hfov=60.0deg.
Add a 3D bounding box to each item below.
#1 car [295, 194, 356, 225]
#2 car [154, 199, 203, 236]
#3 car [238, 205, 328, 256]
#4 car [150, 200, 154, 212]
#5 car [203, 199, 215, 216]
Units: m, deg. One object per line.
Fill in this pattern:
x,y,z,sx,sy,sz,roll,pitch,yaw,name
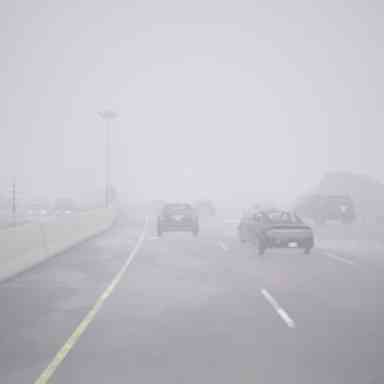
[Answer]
9.173,1.184,23.473,2.150,2.045,5.566,0,0,-7,car
-0.854,1.315,18.234,2.097,1.767,4.553,0,0,-5,car
3.085,1.469,13.076,2.128,1.511,4.902,0,0,-3,car
-3.627,1.470,37.184,2.033,1.411,5.357,0,0,-11,car
0.918,1.430,31.691,2.128,1.511,4.902,0,0,-9,car
